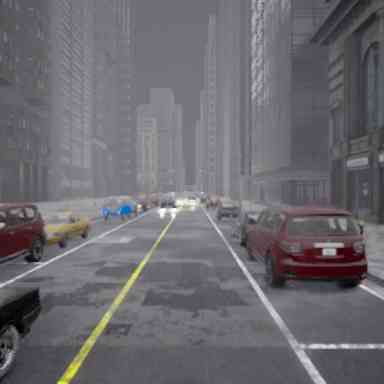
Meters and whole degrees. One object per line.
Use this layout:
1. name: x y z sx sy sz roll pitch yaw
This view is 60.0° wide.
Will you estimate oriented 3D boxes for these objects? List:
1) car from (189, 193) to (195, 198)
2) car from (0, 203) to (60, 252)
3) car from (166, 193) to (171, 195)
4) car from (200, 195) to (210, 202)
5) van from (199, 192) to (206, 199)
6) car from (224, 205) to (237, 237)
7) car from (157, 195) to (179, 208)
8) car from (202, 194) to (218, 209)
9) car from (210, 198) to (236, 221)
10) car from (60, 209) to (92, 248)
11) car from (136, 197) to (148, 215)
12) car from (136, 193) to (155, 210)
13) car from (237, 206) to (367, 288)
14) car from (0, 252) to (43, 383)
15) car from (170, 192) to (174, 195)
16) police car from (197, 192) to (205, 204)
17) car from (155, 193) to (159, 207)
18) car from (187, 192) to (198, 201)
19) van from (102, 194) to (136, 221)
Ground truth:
1. car: -0.055 0.982 94.977 1.837 1.490 4.892 0 0 0
2. car: -5.771 1.278 9.057 2.192 1.841 5.009 0 0 0
3. car: -5.804 1.332 65.465 1.947 1.339 4.313 0 0 0
4. car: 2.718 1.291 71.115 1.887 1.381 4.507 0 0 0
5. van: 2.707 1.031 88.036 1.690 1.788 3.998 0 0 0
6. car: 2.751 1.491 14.710 2.008 1.369 4.403 0 0 0
7. car: -3.116 1.437 44.226 1.895 1.301 4.718 0 0 0
8. car: 2.734 1.280 42.911 1.967 1.590 4.097 0 0 0
9. car: 2.745 1.449 25.991 2.008 1.369 4.403 0 0 0
10. car: -5.774 1.467 14.528 1.752 1.417 4.829 0 0 0
11. car: -5.784 1.430 31.620 2.008 1.369 4.403 0 0 0
12. car: -5.788 1.175 37.260 2.192 1.841 5.009 0 0 0
13. car: 2.754 1.278 9.069 2.192 1.841 5.009 0 0 0
14. car: -3.101 1.590 2.582 1.895 1.301 4.718 0 0 0
15. car: -5.810 1.279 76.746 2.008 1.369 4.403 0 0 0
16. police car: 2.333 1.220 56.688 1.930 1.638 5.238 0 0 0
17. car: -5.795 1.137 48.541 2.192 1.841 5.009 0 0 0
18. car: -0.044 1.206 74.427 2.033 1.411 5.357 0 0 0
19. van: -5.781 1.240 25.979 1.690 1.788 3.998 0 0 0
